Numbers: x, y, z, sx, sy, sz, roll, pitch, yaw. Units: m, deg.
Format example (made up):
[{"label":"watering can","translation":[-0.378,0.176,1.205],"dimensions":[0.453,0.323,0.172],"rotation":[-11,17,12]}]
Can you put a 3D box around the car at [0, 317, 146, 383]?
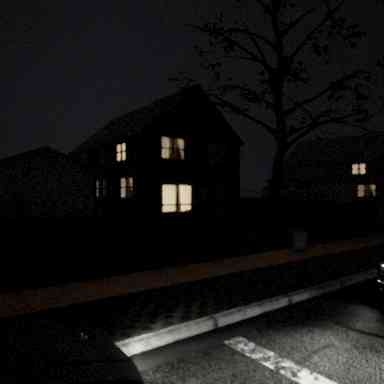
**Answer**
[{"label":"car","translation":[-2.933,1.554,1.992],"dimensions":[5.357,1.411,2.033],"rotation":[0,0,-34]}]

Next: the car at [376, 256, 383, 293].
[{"label":"car","translation":[6.079,1.536,7.638],"dimensions":[4.902,1.511,2.128],"rotation":[0,0,-37]}]
